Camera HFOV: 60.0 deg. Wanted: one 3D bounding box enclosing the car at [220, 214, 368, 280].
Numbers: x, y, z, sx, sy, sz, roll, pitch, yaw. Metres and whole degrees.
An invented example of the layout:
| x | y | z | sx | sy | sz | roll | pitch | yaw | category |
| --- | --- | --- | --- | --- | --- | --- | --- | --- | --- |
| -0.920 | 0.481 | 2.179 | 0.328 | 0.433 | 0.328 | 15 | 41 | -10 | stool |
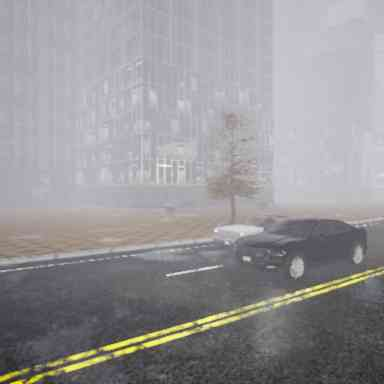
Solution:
| x | y | z | sx | sy | sz | roll | pitch | yaw | category |
| --- | --- | --- | --- | --- | --- | --- | --- | --- | --- |
| 3.454 | 1.501 | 10.233 | 5.008 | 1.535 | 1.882 | 0 | 0 | -36 | car |

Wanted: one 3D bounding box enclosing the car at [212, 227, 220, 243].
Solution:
| x | y | z | sx | sy | sz | roll | pitch | yaw | category |
| --- | --- | --- | --- | --- | --- | --- | --- | --- | --- |
| 3.117 | 1.637 | 14.018 | 4.718 | 1.301 | 1.895 | 0 | 0 | -37 | car |
